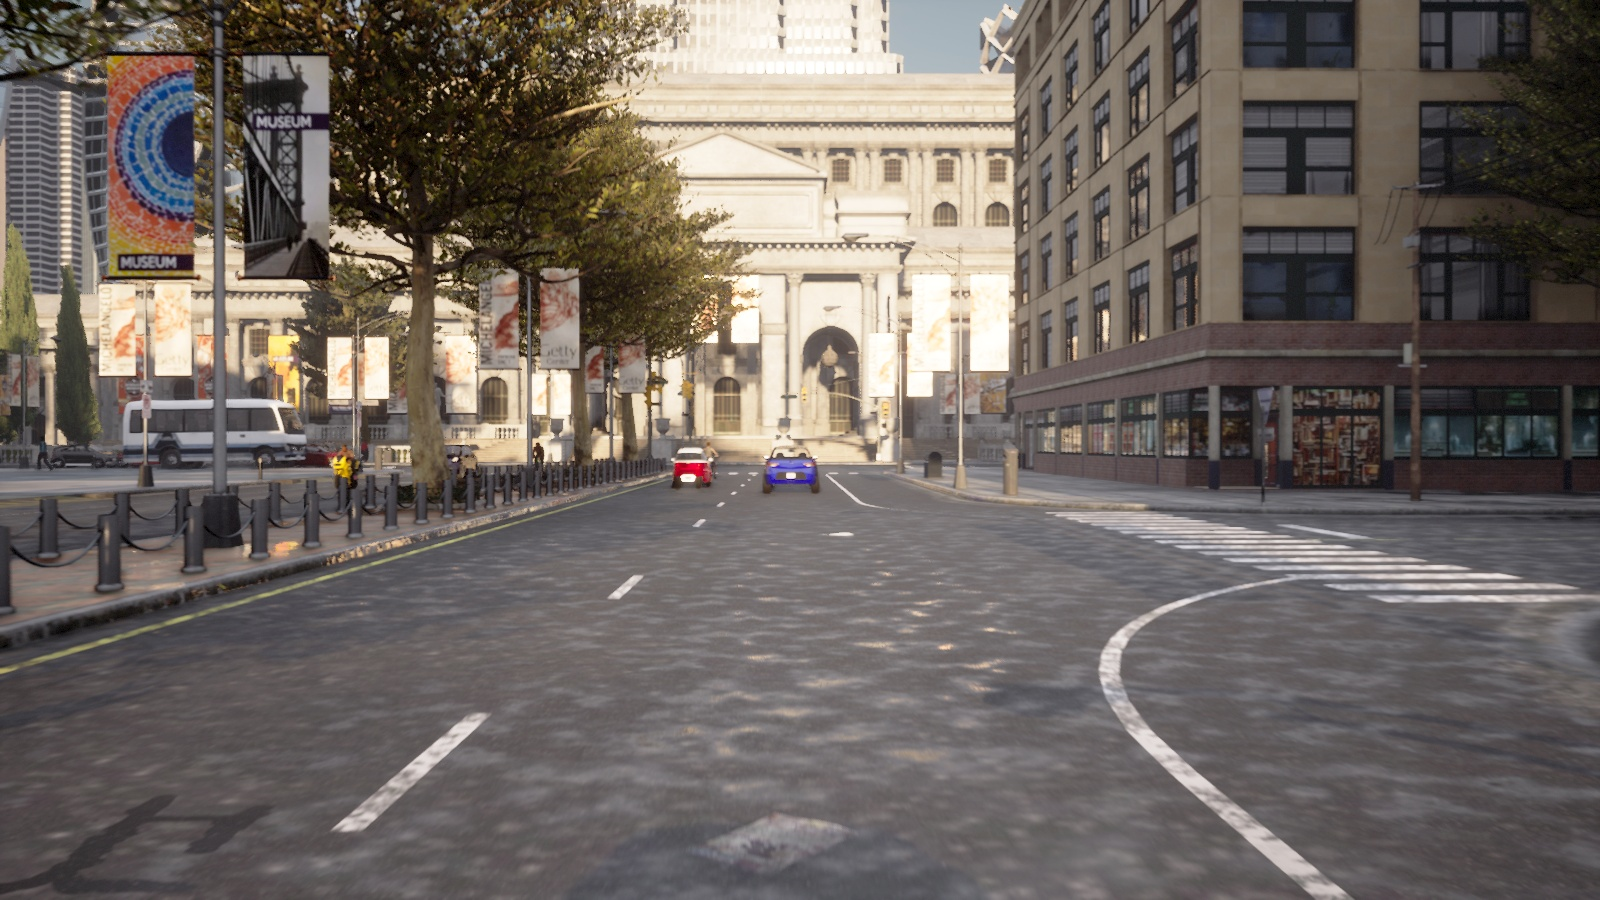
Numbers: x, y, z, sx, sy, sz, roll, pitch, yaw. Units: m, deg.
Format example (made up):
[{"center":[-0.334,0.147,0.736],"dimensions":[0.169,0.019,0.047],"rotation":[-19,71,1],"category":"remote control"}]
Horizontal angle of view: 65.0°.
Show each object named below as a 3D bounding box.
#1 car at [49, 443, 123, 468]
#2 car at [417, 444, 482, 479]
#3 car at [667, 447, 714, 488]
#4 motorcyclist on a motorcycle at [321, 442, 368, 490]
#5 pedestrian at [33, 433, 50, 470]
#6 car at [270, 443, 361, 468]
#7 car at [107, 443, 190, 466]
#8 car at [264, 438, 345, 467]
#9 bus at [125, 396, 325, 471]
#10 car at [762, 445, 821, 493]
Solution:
[{"center":[-45.333,0.324,79.798],"dimensions":[3.705,1.549,1.789],"rotation":[0,0,0],"category":"car"},{"center":[-15.386,0.491,55.258],"dimensions":[1.845,1.501,3.633],"rotation":[0,0,0],"category":"car"},{"center":[-3.799,0.592,43.863],"dimensions":[1.481,1.376,2.207],"rotation":[0,1,0],"category":"car"},{"center":[-15.241,0.520,42.077],"dimensions":[0.797,1.523,2.044],"rotation":[0,1,0],"category":"motorcyclist on a motorcycle"},{"center":[-40.144,0.068,66.468],"dimensions":[0.692,1.930,0.396],"rotation":[0,0,-2],"category":"pedestrian"},{"center":[-30.789,0.330,79.878],"dimensions":[5.008,1.535,1.882],"rotation":[0,0,0],"category":"car"},{"center":[-43.187,0.277,83.299],"dimensions":[4.514,1.525,2.007],"rotation":[0,0,0],"category":"car"},{"center":[-32.881,0.152,83.367],"dimensions":[4.605,1.855,1.932],"rotation":[0,0,0],"category":"car"},{"center":[-34.797,-1.009,76.335],"dimensions":[10.273,4.253,3.944],"rotation":[-1,0,0],"category":"bus"},{"center":[-0.273,0.569,40.434],"dimensions":[1.816,1.474,4.193],"rotation":[0,0,0],"category":"car"}]
